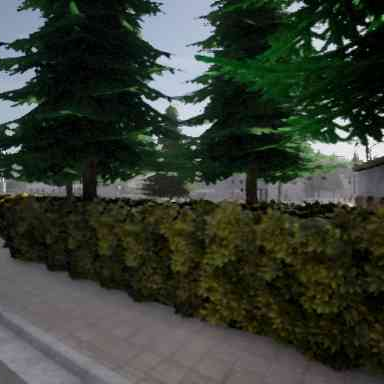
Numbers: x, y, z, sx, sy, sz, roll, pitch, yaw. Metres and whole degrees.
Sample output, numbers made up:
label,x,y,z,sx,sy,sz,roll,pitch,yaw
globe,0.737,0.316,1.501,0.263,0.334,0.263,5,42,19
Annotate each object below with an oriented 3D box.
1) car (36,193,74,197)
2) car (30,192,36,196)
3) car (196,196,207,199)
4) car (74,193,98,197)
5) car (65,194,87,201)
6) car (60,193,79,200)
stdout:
label,x,y,z,sx,sy,sz,roll,pitch,yaw
car,-22.977,1.337,55.696,5.027,1.636,2.152,0,0,-30
car,-40.246,1.352,85.282,3.806,1.475,1.970,0,0,-30
car,1.144,1.485,66.109,3.633,1.501,1.845,0,0,-30
car,-22.300,1.352,69.794,3.633,1.501,1.845,0,0,-30
car,-27.287,1.326,78.453,4.514,1.523,2.007,0,0,-30
car,-32.935,1.122,89.579,4.605,1.855,1.932,0,0,-30
